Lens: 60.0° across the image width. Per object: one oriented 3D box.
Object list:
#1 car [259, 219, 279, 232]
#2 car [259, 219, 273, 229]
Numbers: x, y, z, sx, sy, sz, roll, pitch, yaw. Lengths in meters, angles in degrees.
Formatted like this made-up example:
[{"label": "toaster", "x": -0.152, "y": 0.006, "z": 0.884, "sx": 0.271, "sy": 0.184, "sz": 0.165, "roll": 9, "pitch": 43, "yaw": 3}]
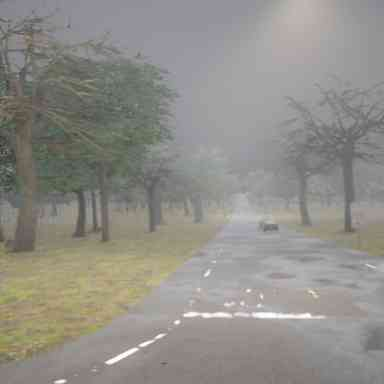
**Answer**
[{"label": "car", "x": 10.629, "y": 4.600, "z": 45.235, "sx": 1.882, "sy": 1.535, "sz": 5.008, "roll": -2, "pitch": -4, "yaw": 9}, {"label": "car", "x": 11.860, "y": 5.129, "z": 53.743, "sx": 1.837, "sy": 1.490, "sz": 4.892, "roll": -2, "pitch": -3, "yaw": 8}]
